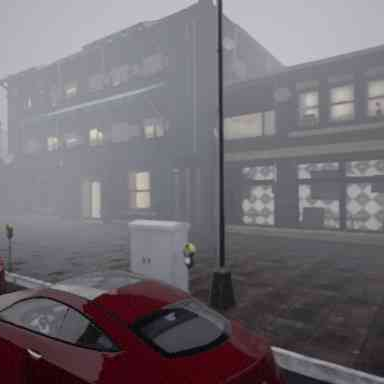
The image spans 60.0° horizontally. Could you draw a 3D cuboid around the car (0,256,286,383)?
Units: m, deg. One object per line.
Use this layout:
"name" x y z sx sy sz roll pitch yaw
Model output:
"car" -1.122 1.569 3.674 4.206 1.307 1.802 0 0 35
